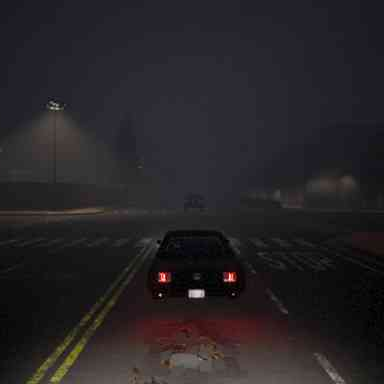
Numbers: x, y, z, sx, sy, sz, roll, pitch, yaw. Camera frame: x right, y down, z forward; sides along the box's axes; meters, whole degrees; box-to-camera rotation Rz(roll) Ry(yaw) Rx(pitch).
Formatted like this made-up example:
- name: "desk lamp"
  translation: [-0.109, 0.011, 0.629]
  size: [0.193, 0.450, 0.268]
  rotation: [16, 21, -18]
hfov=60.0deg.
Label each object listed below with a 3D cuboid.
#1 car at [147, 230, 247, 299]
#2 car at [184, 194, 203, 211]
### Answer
- name: "car"
  translation: [0.042, 1.600, 8.391]
  size: [1.895, 1.301, 4.718]
  rotation: [0, 0, -1]
- name: "car"
  translation: [0.179, 1.218, 39.844]
  size: [2.150, 2.045, 5.566]
  rotation: [0, 0, 0]
